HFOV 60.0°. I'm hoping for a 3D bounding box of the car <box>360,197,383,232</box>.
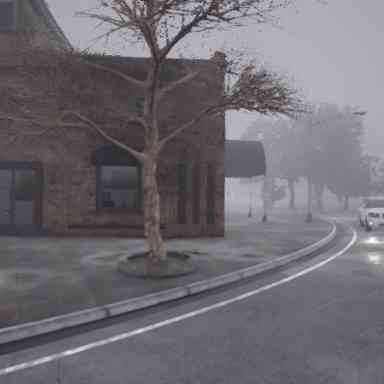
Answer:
[{"bbox_3d":[11.770,1.327,20.570,2.150,2.045,5.566,0,-1,22],"label":"car"}]
